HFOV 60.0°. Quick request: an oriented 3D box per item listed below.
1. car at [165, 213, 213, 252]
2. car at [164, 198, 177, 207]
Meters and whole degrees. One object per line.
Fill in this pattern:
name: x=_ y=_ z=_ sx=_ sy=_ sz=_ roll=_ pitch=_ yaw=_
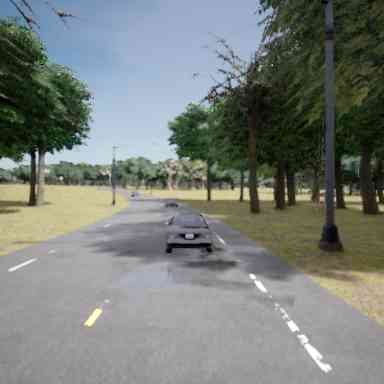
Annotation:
car: x=-0.179 y=1.627 z=14.344 sx=2.033 sy=1.411 sz=5.357 roll=0 pitch=0 yaw=-2
car: x=-3.421 y=1.653 z=53.174 sx=2.033 sy=1.411 sz=5.357 roll=0 pitch=0 yaw=-8
